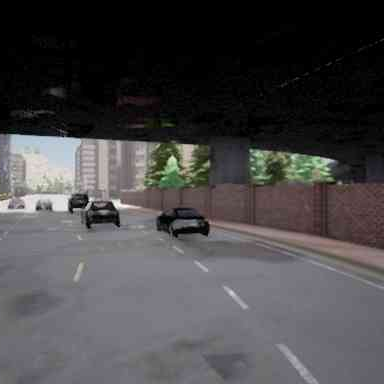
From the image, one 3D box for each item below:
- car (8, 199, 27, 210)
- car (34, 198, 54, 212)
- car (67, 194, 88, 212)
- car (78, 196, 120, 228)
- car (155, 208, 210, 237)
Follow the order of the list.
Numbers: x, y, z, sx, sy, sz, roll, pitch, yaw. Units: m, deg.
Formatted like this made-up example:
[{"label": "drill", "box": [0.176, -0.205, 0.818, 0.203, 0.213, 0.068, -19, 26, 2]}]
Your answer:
[{"label": "car", "box": [-23.689, 1.622, 45.158, 1.812, 1.442, 4.674, 0, 0, -23]}, {"label": "car", "box": [-17.564, 1.524, 39.649, 2.128, 1.511, 4.902, 0, 0, -23]}, {"label": "car", "box": [-13.095, 1.224, 38.543, 2.150, 2.045, 5.566, 0, 0, -23]}, {"label": "car", "box": [-6.253, 1.343, 22.515, 2.097, 1.767, 4.553, 0, 0, -22]}, {"label": "car", "box": [-0.620, 1.528, 17.877, 1.994, 1.385, 4.181, 0, 0, -21]}]
